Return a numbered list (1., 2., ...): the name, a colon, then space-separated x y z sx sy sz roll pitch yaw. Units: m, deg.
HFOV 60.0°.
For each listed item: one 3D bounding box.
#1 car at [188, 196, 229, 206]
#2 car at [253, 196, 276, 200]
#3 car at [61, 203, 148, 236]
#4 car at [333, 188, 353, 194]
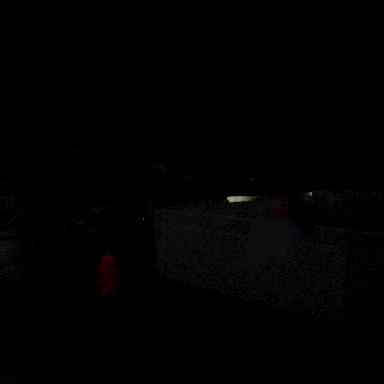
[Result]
1. car: 1.359 1.113 25.951 2.097 1.767 4.553 -2 -1 34
2. car: 7.538 1.113 34.363 1.882 1.535 5.008 -2 -1 37
3. car: -4.555 1.363 17.867 1.882 1.535 5.008 -2 -1 36
4. car: 22.877 0.508 50.365 2.150 2.045 5.566 -2 -1 37
